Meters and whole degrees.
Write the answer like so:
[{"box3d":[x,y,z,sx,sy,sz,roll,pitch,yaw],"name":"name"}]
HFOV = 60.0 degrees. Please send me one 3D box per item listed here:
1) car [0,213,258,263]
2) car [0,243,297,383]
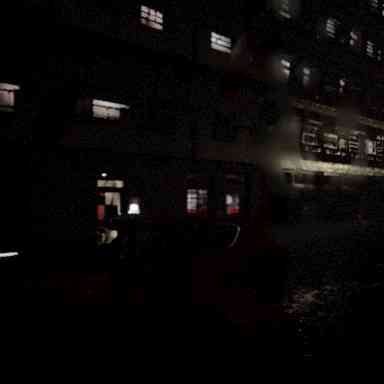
[{"box3d":[-0.987,1.341,5.851,5.009,1.841,2.192,1,0,-35],"name":"car"},{"box3d":[-1.361,1.480,2.401,5.008,1.535,1.882,1,-1,-35],"name":"car"}]
